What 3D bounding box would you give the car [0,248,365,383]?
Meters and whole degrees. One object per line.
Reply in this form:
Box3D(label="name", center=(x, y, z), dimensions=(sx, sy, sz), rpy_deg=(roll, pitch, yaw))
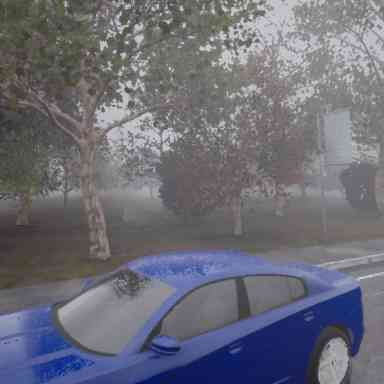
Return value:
Box3D(label="car", center=(-0.158, 1.464, 3.632), dimensions=(5.008, 1.535, 1.882), rpy_deg=(0, 0, -34))
